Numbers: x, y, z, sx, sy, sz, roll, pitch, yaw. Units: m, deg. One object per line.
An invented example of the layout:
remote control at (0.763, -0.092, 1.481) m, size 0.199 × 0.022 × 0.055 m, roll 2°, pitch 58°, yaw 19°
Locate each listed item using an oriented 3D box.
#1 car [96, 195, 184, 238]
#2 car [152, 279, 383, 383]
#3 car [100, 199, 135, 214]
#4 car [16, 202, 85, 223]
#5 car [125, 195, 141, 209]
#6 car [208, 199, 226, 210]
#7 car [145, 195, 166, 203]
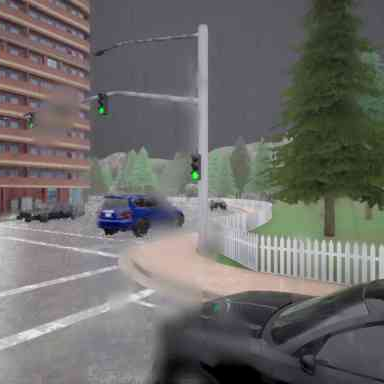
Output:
car at (-2.569, 1.163, 17.722) m, size 2.150 × 2.045 × 5.566 m, roll 0°, pitch 0°, yaw 29°
car at (1.890, 1.478, 2.641) m, size 5.008 × 1.535 × 1.882 m, roll 0°, pitch 0°, yaw 36°
car at (-7.802, 1.492, 35.393) m, size 2.033 × 1.411 × 5.357 m, roll 0°, pitch 0°, yaw 7°
car at (-10.623, 1.492, 25.575) m, size 2.033 × 1.411 × 5.357 m, roll 0°, pitch 0°, yaw 24°
car at (-8.100, 1.296, 45.690) m, size 2.097 × 1.767 × 4.553 m, roll 0°, pitch 0°, yaw -11°
car at (3.092, 1.545, 41.939) m, size 1.895 × 1.301 × 4.718 m, roll 0°, pitch 0°, yaw -2°
car at (-7.725, 1.448, 69.338) m, size 1.837 × 1.490 × 4.892 m, roll 0°, pitch 0°, yaw -42°
